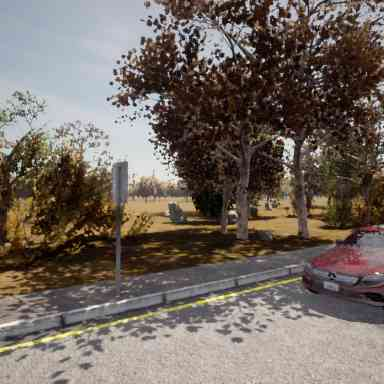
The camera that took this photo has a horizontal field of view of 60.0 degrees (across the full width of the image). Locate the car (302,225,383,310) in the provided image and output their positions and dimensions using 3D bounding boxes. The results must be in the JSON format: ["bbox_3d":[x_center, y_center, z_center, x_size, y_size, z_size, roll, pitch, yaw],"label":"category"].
[{"bbox_3d":[4.525,1.527,7.665,4.674,1.442,1.812,0,0,-36],"label":"car"}]
